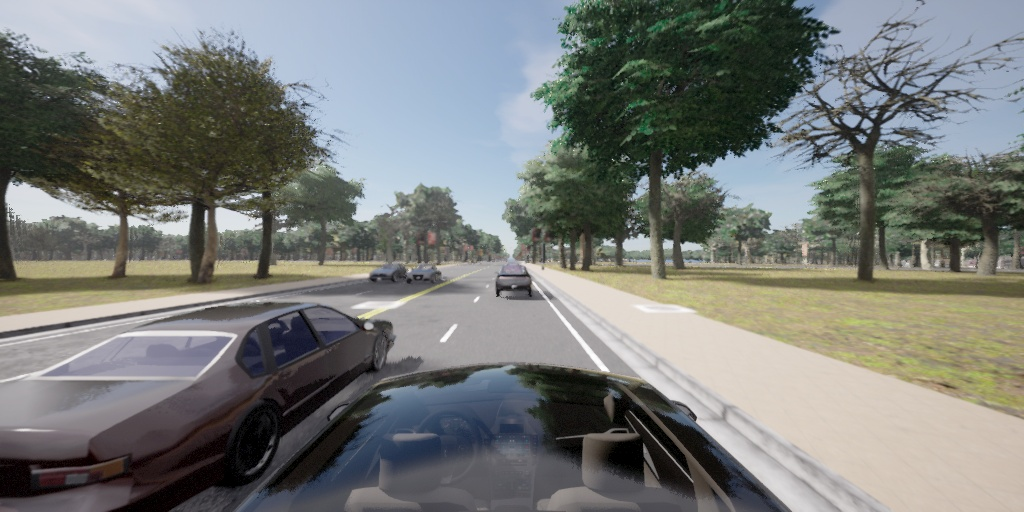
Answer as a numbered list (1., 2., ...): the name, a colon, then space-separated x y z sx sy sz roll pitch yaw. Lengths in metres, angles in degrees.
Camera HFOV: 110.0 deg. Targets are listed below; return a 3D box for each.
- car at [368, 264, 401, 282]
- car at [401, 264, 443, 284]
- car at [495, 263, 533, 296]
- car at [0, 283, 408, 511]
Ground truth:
1. car: -9.759 1.321 29.045 2.033 1.411 5.357 0 0 0
2. car: -6.534 1.333 27.016 1.994 1.385 4.181 0 0 0
3. car: 0.097 1.249 19.210 2.128 1.511 4.902 0 0 0
4. car: -3.151 1.297 4.526 2.033 1.411 5.357 0 0 0
